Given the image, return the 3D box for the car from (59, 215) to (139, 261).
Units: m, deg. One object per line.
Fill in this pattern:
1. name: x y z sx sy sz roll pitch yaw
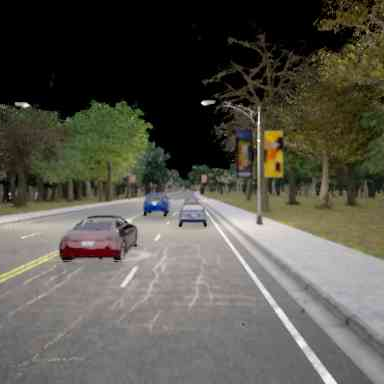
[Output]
1. car: -3.165 1.521 12.055 1.994 1.385 4.181 0 0 0

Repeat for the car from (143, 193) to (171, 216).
1. car: -3.241 1.114 31.306 2.150 2.045 5.566 0 0 0

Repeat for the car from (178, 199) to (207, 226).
1. car: 0.053 1.468 22.774 2.033 1.411 5.357 0 0 0
